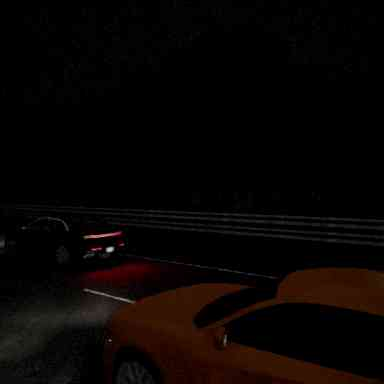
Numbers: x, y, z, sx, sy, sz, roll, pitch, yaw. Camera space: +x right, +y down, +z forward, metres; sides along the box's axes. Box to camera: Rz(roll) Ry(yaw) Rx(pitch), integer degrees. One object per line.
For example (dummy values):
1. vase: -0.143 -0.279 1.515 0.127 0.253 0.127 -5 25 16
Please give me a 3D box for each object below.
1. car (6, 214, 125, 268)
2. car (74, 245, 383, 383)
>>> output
1. car: -4.412 1.492 11.263 4.902 1.511 2.128 0 0 35
2. car: 1.320 1.477 3.011 5.008 1.535 1.882 0 0 35
